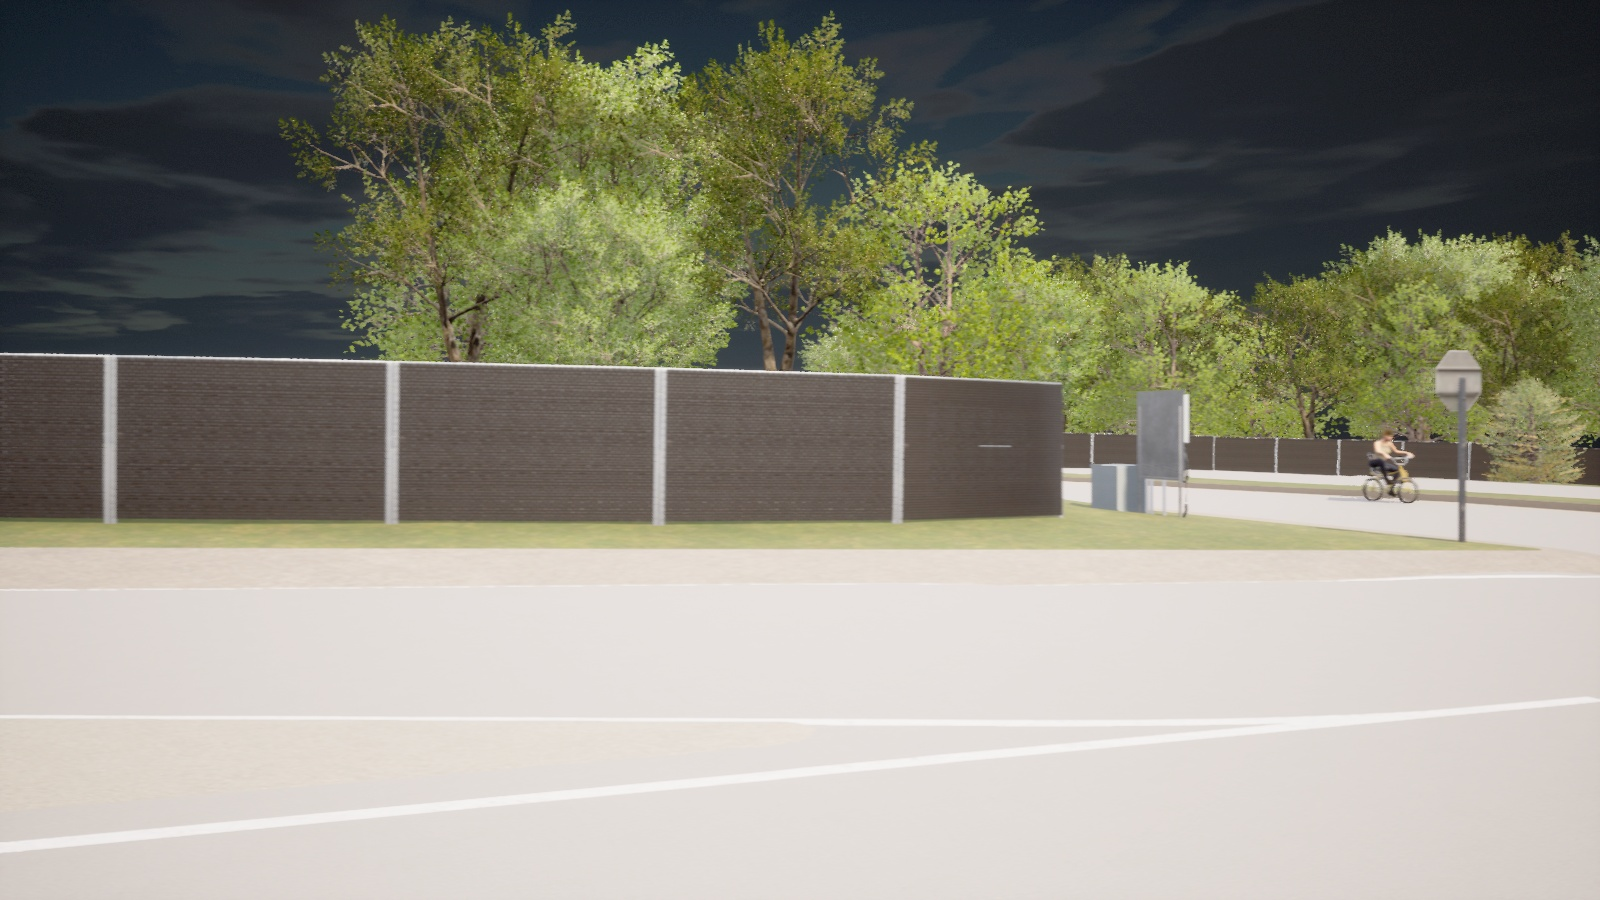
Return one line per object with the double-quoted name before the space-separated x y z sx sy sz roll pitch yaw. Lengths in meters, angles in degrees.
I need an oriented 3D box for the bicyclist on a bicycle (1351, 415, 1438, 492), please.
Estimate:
"bicyclist on a bicycle" 12.873 0.067 27.242 0.866 1.612 1.509 -2 1 -21
